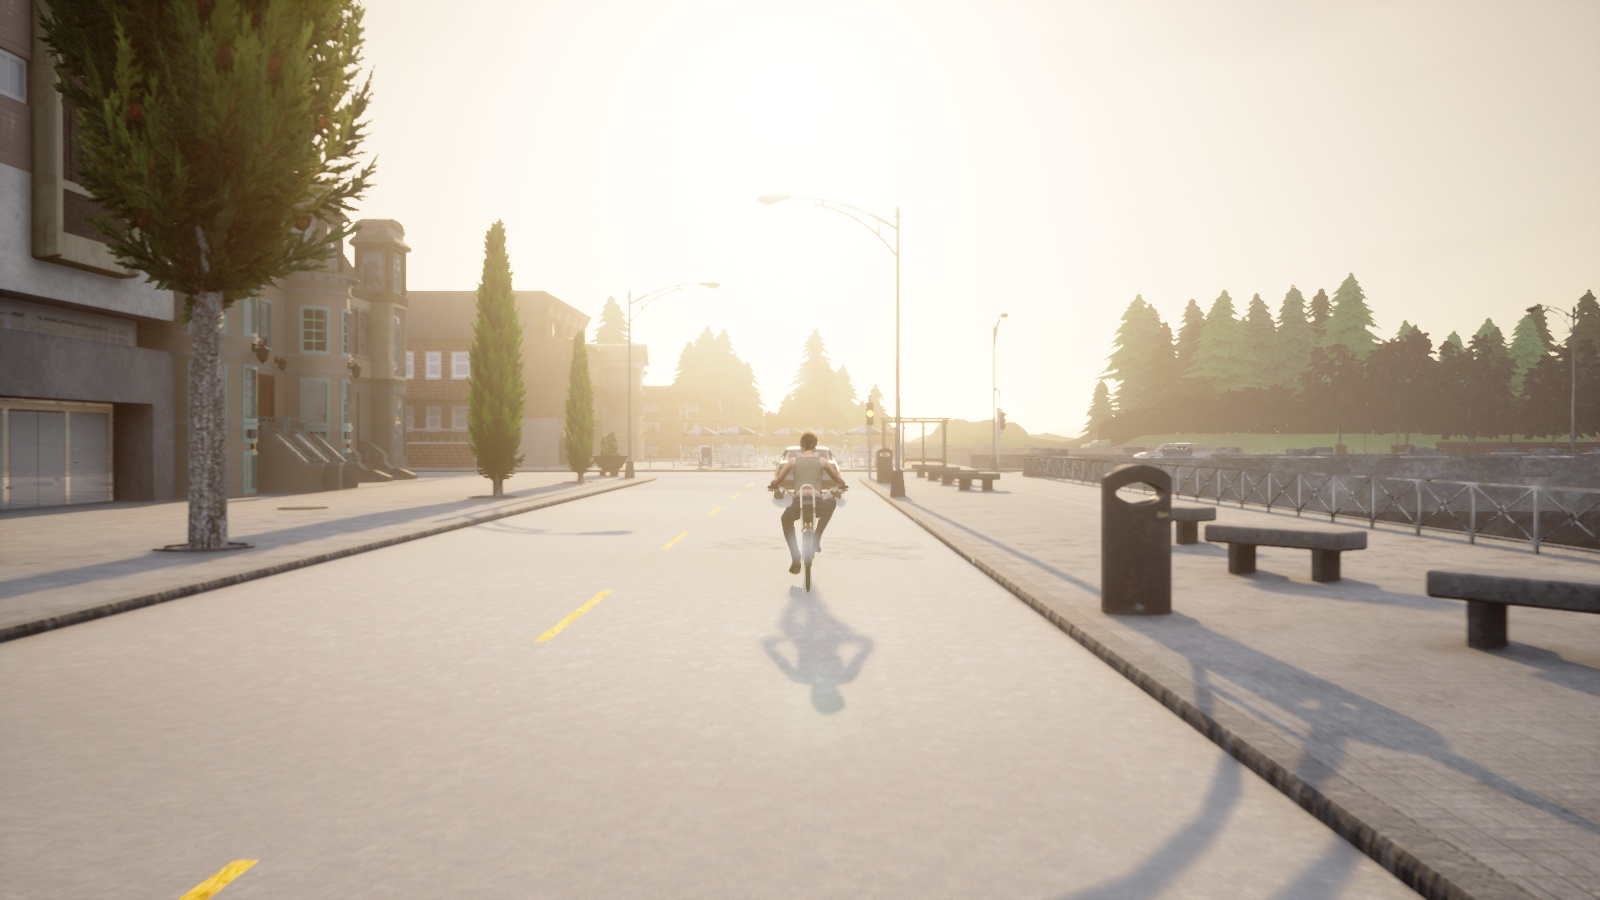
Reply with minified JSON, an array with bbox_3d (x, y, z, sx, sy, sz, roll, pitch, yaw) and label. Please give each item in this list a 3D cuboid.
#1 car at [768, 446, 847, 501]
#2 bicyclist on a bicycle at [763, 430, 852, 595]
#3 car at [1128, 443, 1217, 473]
[{"bbox_3d":[0.210,0.595,35.256,2.033,1.411,5.357,0,0,0],"label":"car"},{"bbox_3d":[0.083,0.610,13.038,0.866,1.612,1.509,0,0,1],"label":"bicyclist on a bicycle"},{"bbox_3d":[18.417,0.376,62.211,3.806,1.475,1.970,0,0,0],"label":"car"}]
